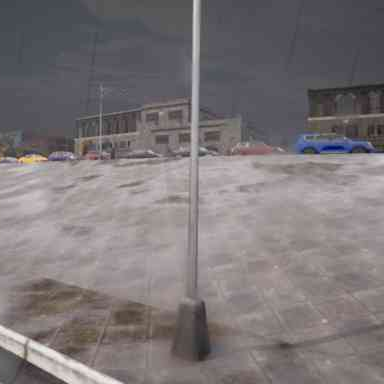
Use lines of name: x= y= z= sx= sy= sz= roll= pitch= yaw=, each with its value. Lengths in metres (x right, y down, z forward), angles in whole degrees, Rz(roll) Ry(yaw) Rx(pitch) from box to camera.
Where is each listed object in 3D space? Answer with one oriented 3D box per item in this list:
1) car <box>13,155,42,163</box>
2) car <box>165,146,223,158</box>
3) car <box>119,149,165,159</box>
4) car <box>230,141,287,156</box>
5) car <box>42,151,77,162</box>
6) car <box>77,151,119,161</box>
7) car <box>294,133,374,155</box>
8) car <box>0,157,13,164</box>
car: x=-19.042 y=-3.778 z=40.532 sx=5.008 sy=1.535 sz=2.097 roll=1 pitch=1 yaw=32
car: x=0.444 y=-3.362 z=29.931 sx=4.892 sy=1.521 sz=2.231 roll=1 pitch=1 yaw=27
car: x=-4.398 y=-3.425 z=32.369 sx=4.674 sy=1.452 sz=2.002 roll=1 pitch=1 yaw=28
car: x=5.535 y=-3.364 z=27.509 sx=4.553 sy=1.767 sz=2.185 roll=1 pitch=1 yaw=25
car: x=-14.277 y=-3.800 z=37.736 sx=4.553 sy=1.767 sz=2.185 roll=1 pitch=1 yaw=30
car: x=-9.272 y=-3.538 z=34.956 sx=4.792 sy=1.488 sz=2.163 roll=1 pitch=1 yaw=29
car: x=10.645 y=-3.343 z=25.191 sx=5.566 sy=2.045 sz=2.435 roll=2 pitch=1 yaw=24
car: x=-23.766 y=-3.841 z=43.442 sx=4.674 sy=1.452 sz=2.002 roll=1 pitch=1 yaw=33
